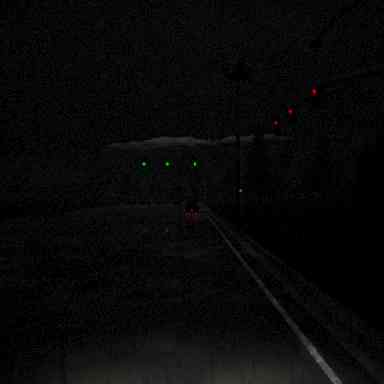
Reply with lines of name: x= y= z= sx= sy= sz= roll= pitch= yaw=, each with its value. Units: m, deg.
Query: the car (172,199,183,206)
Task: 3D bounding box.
car: x=-3.504 y=2.323 z=76.060 sx=1.837 sy=1.490 sz=4.892 roll=0 pitch=-1 yaw=0

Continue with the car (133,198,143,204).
car: x=-14.005 y=2.407 z=86.275 sx=1.812 sy=1.442 sz=4.674 roll=0 pitch=-1 yaw=0

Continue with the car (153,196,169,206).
car: x=-7.004 y=2.180 z=76.141 sx=2.097 sy=1.767 sz=4.553 roll=0 pitch=-1 yaw=0

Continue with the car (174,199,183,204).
car: x=-3.505 y=2.430 z=86.273 sx=1.994 sy=1.385 sz=4.181 roll=0 pitch=-1 yaw=0

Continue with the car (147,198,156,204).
car: x=-10.505 y=2.361 z=86.275 sx=1.882 sy=1.535 sz=5.008 roll=0 pitch=-1 yaw=0

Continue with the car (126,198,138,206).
car: x=-14.004 y=2.350 z=76.151 sx=1.812 sy=1.442 sz=4.674 roll=0 pitch=-1 yaw=0

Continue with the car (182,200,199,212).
car: x=-0.003 y=2.100 z=46.074 sx=1.895 sy=1.301 sz=4.718 roll=0 pitch=-1 yaw=0

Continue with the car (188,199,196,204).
car: x=-0.005 y=2.429 z=86.274 sx=1.994 sy=1.385 sz=4.181 roll=0 pitch=-1 yaw=0

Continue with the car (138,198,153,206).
car: x=-10.504 y=2.322 z=75.883 sx=1.837 sy=1.490 sz=4.892 roll=0 pitch=-1 yaw=0
